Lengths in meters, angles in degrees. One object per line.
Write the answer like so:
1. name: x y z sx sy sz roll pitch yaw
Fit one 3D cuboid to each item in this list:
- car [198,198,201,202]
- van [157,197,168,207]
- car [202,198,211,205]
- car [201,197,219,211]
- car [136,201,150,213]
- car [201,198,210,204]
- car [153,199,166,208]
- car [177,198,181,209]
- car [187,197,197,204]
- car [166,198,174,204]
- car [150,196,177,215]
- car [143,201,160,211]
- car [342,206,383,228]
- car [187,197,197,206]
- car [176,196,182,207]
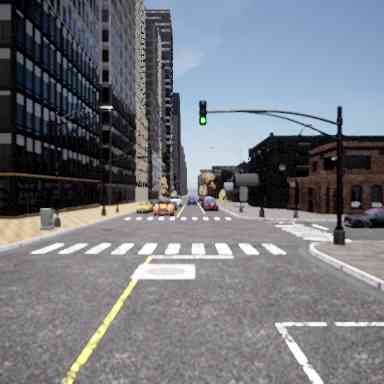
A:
1. car: 2.693 1.771 58.097 2.192 1.841 5.009 -1 0 0
2. van: -5.651 1.842 63.798 1.690 1.788 3.998 -1 0 0
3. car: 3.169 2.075 72.714 1.837 1.490 4.892 0 0 0
4. car: 2.692 1.807 46.808 1.967 1.590 4.097 -1 0 0
5. car: -5.826 1.847 41.051 1.752 1.417 4.829 -1 0 0
6. car: 3.172 2.131 79.715 1.837 1.490 4.892 0 0 0
7. car: -5.649 2.022 58.153 1.947 1.339 4.313 -1 0 0
8. car: -3.074 1.933 47.098 1.994 1.385 4.181 0 0 0
9. car: 0.025 2.061 78.151 2.128 1.511 4.902 0 0 0
10. car: -5.641 2.204 86.202 1.752 1.417 4.829 -1 0 0
11. car: -3.086 1.644 37.256 2.097 1.767 4.553 0 0 0
12. car: -5.653 1.933 46.864 1.947 1.339 4.313 -1 0 0
13. car: 13.853 1.856 23.983 5.357 1.411 2.033 1 0 2
14. car: 0.022 1.898 69.338 2.097 1.767 4.553 0 0 0
15. car: -3.040 1.695 60.395 2.150 2.045 5.566 0 0 2
